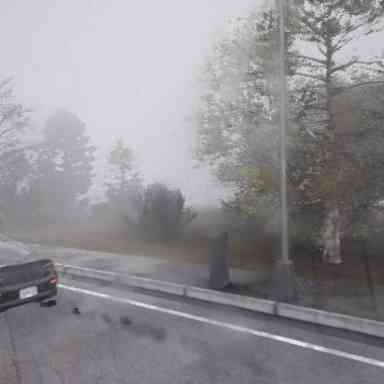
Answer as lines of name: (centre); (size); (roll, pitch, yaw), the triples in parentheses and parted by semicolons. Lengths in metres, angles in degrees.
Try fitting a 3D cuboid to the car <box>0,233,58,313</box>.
car: (-4.722, 1.550, 6.866); (4.674, 1.442, 1.812); (0, 0, 32)
